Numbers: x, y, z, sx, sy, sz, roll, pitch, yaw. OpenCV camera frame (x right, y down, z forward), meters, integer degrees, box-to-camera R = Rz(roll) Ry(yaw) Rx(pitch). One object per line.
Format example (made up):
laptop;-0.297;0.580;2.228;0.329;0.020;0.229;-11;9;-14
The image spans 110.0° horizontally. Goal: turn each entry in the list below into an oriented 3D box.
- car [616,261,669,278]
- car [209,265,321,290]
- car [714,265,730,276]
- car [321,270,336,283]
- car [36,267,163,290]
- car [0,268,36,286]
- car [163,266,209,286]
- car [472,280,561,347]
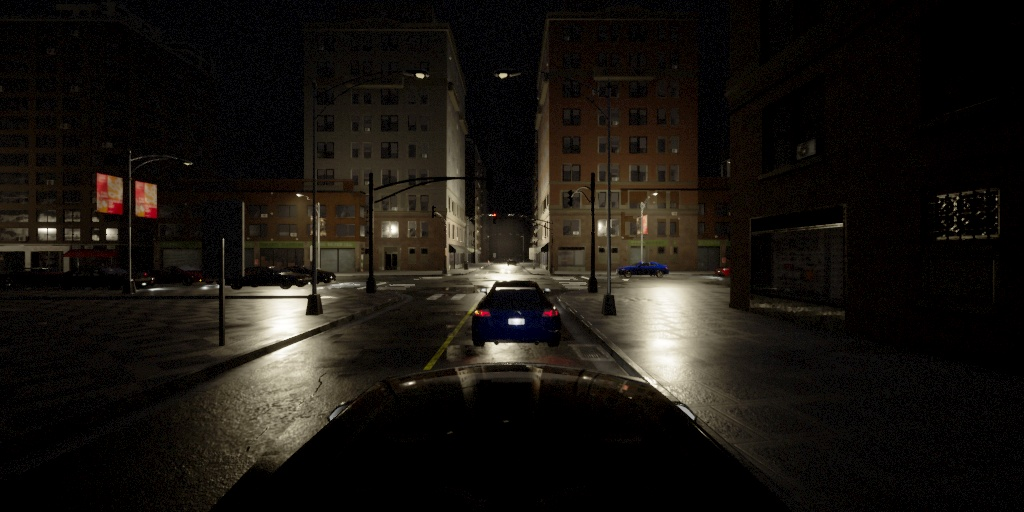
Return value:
car;11.860;1.218;32.719;4.674;1.442;1.812;0;0;0
car;-15.457;1.350;22.638;5.357;1.411;2.033;0;0;0
car;20.900;1.225;32.758;4.181;1.385;1.994;0;0;0
car;-15.043;1.365;25.889;4.181;1.385;1.994;0;0;0
car;-25.837;1.390;22.590;5.357;1.411;2.033;0;0;0
car;-33.715;1.469;25.806;4.718;1.301;1.895;0;0;0
car;-23.824;1.399;25.845;4.181;1.385;1.994;0;0;-1
car;0.096;1.314;9.355;1.994;1.385;4.181;0;0;0
